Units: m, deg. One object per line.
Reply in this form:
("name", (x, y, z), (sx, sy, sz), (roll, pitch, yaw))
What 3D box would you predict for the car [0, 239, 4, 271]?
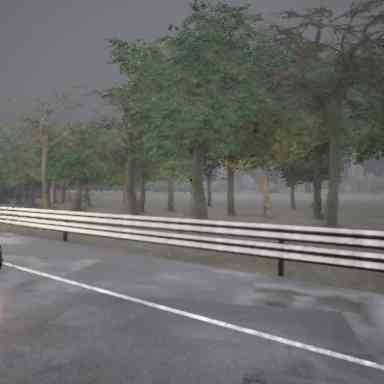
("car", (-7.305, 1.330, 9.431), (4.553, 1.767, 2.097), (0, 0, 38))
